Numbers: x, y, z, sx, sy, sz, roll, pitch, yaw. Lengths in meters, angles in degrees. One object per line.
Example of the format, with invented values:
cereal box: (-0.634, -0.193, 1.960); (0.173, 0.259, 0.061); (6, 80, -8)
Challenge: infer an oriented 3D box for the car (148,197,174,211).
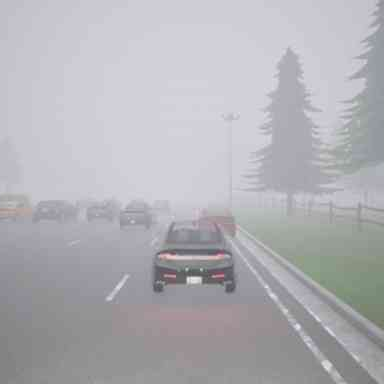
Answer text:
car: (-3.359, 1.561, 37.127); (2.033, 1.411, 5.357); (0, 0, 0)

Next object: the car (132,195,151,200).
car: (-6.852, 1.521, 42.577); (1.837, 1.490, 4.892); (0, 0, 0)

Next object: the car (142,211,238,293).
car: (0.062, 1.495, 8.871); (2.128, 1.511, 4.902); (0, 0, 0)

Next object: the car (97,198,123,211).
car: (-10.352, 1.508, 42.456); (2.128, 1.511, 4.902); (0, 0, 0)

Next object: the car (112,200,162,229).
car: (-3.381, 1.498, 21.490); (2.128, 1.511, 4.902); (0, 0, 0)

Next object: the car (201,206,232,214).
car: (1.246, 1.485, 18.211); (1.882, 1.535, 5.008); (0, 0, 0)

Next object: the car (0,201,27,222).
car: (-13.898, 1.487, 26.169); (1.882, 1.535, 5.008); (0, 0, -1)

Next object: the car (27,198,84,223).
car: (-10.373, 1.362, 25.701); (2.097, 1.767, 4.553); (0, 0, 0)

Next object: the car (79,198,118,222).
car: (-6.871, 1.502, 26.449); (2.128, 1.511, 4.902); (0, 0, 0)
